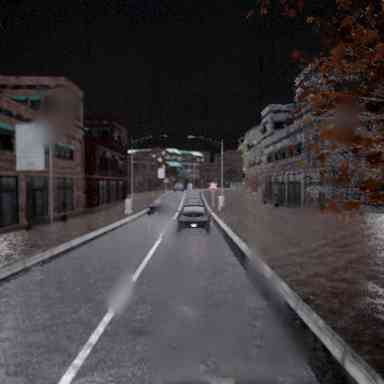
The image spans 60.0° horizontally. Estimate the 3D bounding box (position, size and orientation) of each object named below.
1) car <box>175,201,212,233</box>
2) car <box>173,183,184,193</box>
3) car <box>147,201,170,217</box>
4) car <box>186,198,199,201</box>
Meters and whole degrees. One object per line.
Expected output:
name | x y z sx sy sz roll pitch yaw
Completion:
car | 0.094 1.494 19.757 1.837 1.490 4.892 0 0 0
car | -2.893 -0.928 72.747 2.150 2.045 5.566 0 4 3
car | -3.107 1.563 31.549 1.895 1.301 4.718 0 1 0
car | 0.087 1.377 38.574 2.033 1.411 5.357 0 2 0
